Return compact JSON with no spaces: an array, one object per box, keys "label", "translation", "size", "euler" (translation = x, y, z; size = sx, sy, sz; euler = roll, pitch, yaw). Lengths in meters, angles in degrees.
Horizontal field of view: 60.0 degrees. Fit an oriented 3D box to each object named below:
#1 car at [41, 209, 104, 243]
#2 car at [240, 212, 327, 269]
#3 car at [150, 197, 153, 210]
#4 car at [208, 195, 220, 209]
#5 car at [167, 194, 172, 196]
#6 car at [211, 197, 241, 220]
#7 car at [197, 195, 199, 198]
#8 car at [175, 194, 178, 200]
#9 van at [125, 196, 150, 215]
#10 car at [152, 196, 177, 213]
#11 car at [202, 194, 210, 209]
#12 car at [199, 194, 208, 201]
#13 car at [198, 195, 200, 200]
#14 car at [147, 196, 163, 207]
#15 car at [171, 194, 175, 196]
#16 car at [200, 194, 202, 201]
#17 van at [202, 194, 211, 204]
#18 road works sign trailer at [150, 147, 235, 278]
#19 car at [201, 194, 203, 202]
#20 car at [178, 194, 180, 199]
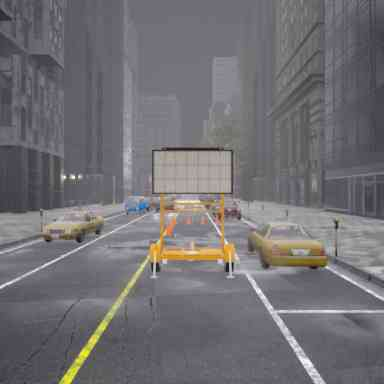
[{"label":"car","translation":[-5.641,1.518,16.244],"size":[1.752,1.417,4.829],"euler":[0,0,1]},{"label":"car","translation":[2.883,1.520,10.984],"size":[1.752,1.417,4.829],"euler":[0,0,1]},{"label":"car","translation":[-5.602,1.562,39.007],"size":[1.947,1.339,4.313],"euler":[0,0,0]},{"label":"car","translation":[2.914,1.432,33.339],"size":[1.967,1.590,4.097],"euler":[0,0,0]},{"label":"car","translation":[-5.554,1.628,67.203],"size":[1.802,1.307,4.206],"euler":[0,0,0]},{"label":"car","translation":[2.905,1.429,27.700],"size":[1.967,1.590,4.097],"euler":[0,0,0]},{"label":"car","translation":[2.999,1.657,84.093],"size":[1.947,1.339,4.313],"euler":[0,0,0]},{"label":"car","translation":[-5.526,1.406,84.118],"size":[2.192,1.841,5.009],"euler":[0,0,0]},{"label":"van","translation":[-5.610,1.333,33.369],"size":[1.690,1.788,3.998],"euler":[0,0,0]},{"label":"car","translation":[-2.939,1.499,36.765],"size":[1.837,1.490,4.892],"euler":[0,0,0]},{"label":"car","translation":[2.933,1.320,44.619],"size":[2.192,1.841,5.009],"euler":[0,0,0]},{"label":"car","translation":[3.009,1.428,89.734],"size":[2.192,1.841,5.009],"euler":[0,0,0]},{"label":"car","translation":[2.990,1.653,78.455],"size":[1.802,1.307,4.206],"euler":[0,0,0]},{"label":"car","translation":[-5.583,1.455,50.286],"size":[1.967,1.590,4.097],"euler":[0,0,0]},{"label":"car","translation":[-5.536,1.596,78.310],"size":[1.752,1.417,4.829],"euler":[0,0,0]},{"label":"car","translation":[2.962,1.475,61.536],"size":[1.967,1.590,4.097],"euler":[0,0,0]},{"label":"van","translation":[2.972,1.387,67.176],"size":[1.690,1.788,3.998],"euler":[0,0,0]},{"label":"road works sign trailer","translation":[0.016,0.460,10.098],"size":[2.380,3.560,2.880],"euler":[0,0,0]},{"label":"car","translation":[2.943,1.330,50.257],"size":[2.192,1.841,5.009],"euler":[0,0,0]},{"label":"car","translation":[-5.507,1.450,95.397],"size":[2.192,1.841,5.009],"euler":[0,0,0]}]
